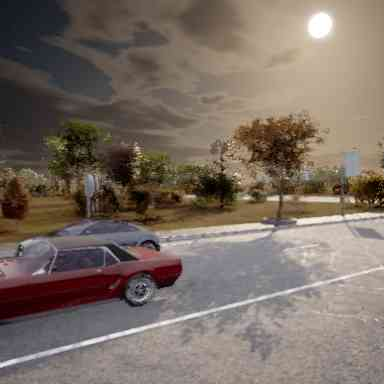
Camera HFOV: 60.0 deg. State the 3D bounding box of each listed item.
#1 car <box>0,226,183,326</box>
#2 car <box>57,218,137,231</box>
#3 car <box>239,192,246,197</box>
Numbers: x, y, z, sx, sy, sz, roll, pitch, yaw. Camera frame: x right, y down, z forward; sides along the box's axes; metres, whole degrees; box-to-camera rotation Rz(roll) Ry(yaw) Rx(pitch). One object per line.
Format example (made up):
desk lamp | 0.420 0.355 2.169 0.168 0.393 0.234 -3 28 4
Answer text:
car | -2.605 1.575 6.366 4.718 1.301 1.895 0 0 -35
car | -3.065 1.520 10.290 4.181 1.385 1.994 0 0 -34
car | 9.810 0.546 73.861 2.128 1.511 4.902 -2 1 -36
